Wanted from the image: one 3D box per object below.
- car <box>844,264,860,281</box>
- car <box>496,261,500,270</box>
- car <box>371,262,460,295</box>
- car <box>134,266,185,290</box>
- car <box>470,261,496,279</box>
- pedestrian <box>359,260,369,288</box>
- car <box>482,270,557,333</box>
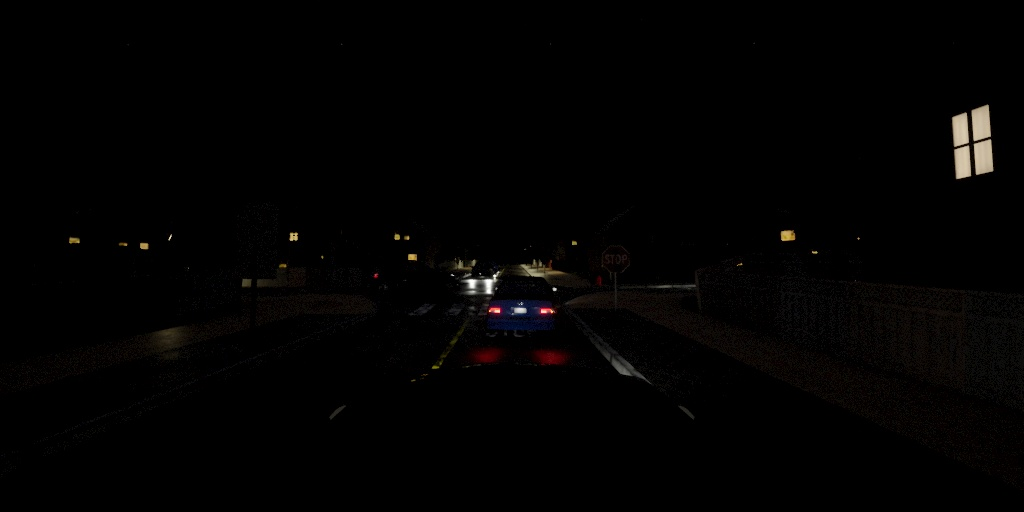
[{"bbox_3d":[24.787,1.283,26.626,4.892,1.490,1.837,0,-3,-19],"label":"car"},{"bbox_3d":[-2.777,1.347,44.258,1.882,1.535,5.008,0,0,0],"label":"car"},{"bbox_3d":[-5.154,1.127,19.379,4.553,1.767,2.097,1,-3,-20],"label":"car"},{"bbox_3d":[-17.682,1.220,18.095,4.892,1.490,1.837,-1,-3,4],"label":"car"},{"bbox_3d":[-2.801,1.333,34.147,1.837,1.490,4.892,0,0,0],"label":"car"},{"bbox_3d":[-9.784,1.148,23.647,0.375,1.860,0.375,0,-3,-1],"label":"pedestrian"},{"bbox_3d":[0.378,1.310,10.781,2.033,1.411,5.357,0,0,4],"label":"car"}]
